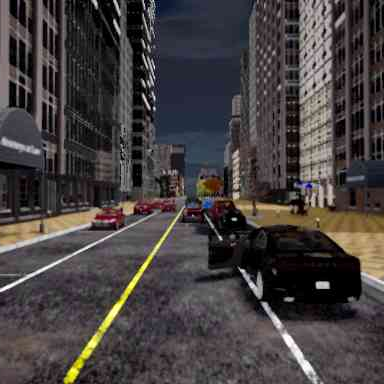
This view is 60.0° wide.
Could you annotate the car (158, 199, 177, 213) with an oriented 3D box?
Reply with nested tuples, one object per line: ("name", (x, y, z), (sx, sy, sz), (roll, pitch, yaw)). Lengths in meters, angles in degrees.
("car", (-3.025, 1.994, 44.375), (1.994, 1.385, 4.181), (0, -1, 0))

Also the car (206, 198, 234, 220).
("car", (2.694, 1.594, 28.703), (2.192, 1.841, 5.009), (0, -1, 0))

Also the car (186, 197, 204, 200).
("car", (0.097, 1.657, 45.129), (2.150, 2.045, 5.566), (0, -1, 0))

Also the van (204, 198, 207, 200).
("van", (2.692, 1.833, 50.859), (1.690, 1.788, 3.998), (0, -1, 0))

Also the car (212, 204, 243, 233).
("car", (2.693, 1.792, 23.162), (1.947, 1.339, 4.313), (0, -1, 0))

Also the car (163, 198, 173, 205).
("car", (-5.691, 2.197, 78.552), (1.967, 1.590, 4.097), (0, -1, 0))

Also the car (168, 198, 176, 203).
("car", (-5.692, 2.460, 95.168), (1.887, 1.381, 4.507), (0, -1, 0))

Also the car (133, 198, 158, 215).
("car", (-5.687, 1.700, 39.781), (2.192, 1.841, 5.009), (0, -1, 0))

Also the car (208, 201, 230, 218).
("car", (2.693, 1.772, 34.241), (1.967, 1.590, 4.097), (0, -1, 0))

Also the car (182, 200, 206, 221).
("car", (0.101, 1.780, 29.982), (2.128, 1.511, 4.902), (0, -1, 0))

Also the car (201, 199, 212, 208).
("car", (2.690, 2.125, 62.105), (1.752, 1.417, 4.829), (0, -1, 0))

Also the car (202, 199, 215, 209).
("car", (2.691, 1.985, 56.398), (1.967, 1.590, 4.097), (0, -1, 0))

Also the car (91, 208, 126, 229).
("car", (-5.687, 1.807, 23.161), (1.802, 1.307, 4.206), (0, -1, 0))

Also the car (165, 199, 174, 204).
("car", (-5.691, 2.360, 84.090), (2.008, 1.369, 4.403), (0, -1, 0))

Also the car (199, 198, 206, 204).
("car", (2.689, 2.337, 84.261), (1.752, 1.417, 4.829), (0, -1, 0))

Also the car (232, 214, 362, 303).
("car", (2.361, 1.561, 8.488), (1.882, 1.535, 5.008), (0, -1, 0))

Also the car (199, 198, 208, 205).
("car", (2.690, 2.197, 78.554), (1.967, 1.590, 4.097), (0, -1, 0))
